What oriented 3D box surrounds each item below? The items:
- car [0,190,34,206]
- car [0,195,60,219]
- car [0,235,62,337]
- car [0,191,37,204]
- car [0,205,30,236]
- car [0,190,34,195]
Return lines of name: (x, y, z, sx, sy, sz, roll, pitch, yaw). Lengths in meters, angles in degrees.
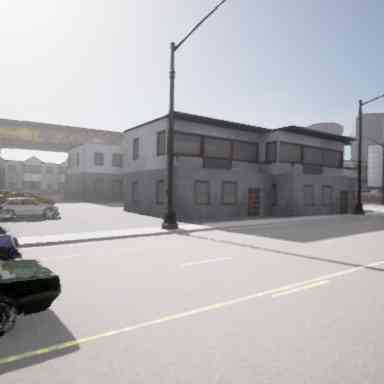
car: (-19.298, 0.647, 35.641, 3.988, 1.617, 1.851, 0, 0, -35)
car: (-11.420, 1.150, 23.332, 3.806, 1.475, 1.970, 0, 0, -35)
car: (-4.620, 1.601, 4.991, 4.718, 1.301, 1.895, 0, 0, -35)
car: (-20.945, 0.639, 38.151, 5.357, 1.415, 2.033, 1, 0, -35)
car: (-6.588, 1.352, 7.885, 4.553, 1.767, 2.097, 0, 0, -35)
car: (-15.240, 0.798, 30.553, 5.027, 1.636, 2.152, 1, -1, -35)
